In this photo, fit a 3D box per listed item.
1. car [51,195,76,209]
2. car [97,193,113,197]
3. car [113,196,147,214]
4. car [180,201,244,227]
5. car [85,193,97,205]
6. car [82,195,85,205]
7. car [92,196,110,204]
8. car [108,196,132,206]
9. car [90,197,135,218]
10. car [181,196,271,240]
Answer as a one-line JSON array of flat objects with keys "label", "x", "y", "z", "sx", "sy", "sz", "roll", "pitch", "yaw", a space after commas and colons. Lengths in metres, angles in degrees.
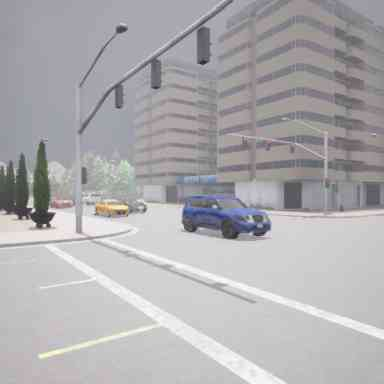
[{"label": "car", "x": -17.658, "y": 1.352, "z": 45.246, "sx": 2.097, "sy": 1.767, "sz": 4.553, "roll": 0, "pitch": 0, "yaw": -35}, {"label": "car", "x": -12.147, "y": 1.352, "z": 49.913, "sx": 2.097, "sy": 1.767, "sz": 4.553, "roll": 0, "pitch": 0, "yaw": -35}, {"label": "car", "x": -6.458, "y": 1.492, "z": 35.243, "sx": 2.128, "sy": 1.511, "sz": 4.902, "roll": 0, "pitch": 0, "yaw": -35}, {"label": "car", "x": 1.306, "y": 1.477, "z": 24.072, "sx": 1.882, "sy": 1.535, "sz": 5.008, "roll": 0, "pitch": 0, "yaw": -35}, {"label": "car", "x": -17.693, "y": 1.221, "z": 57.886, "sx": 2.150, "sy": 2.045, "sz": 5.566, "roll": 0, "pitch": 0, "yaw": -34}, {"label": "car", "x": -19.492, "y": 1.351, "z": 54.080, "sx": 2.097, "sy": 1.767, "sz": 4.553, "roll": 0, "pitch": 0, "yaw": -34}, {"label": "car", "x": -17.509, "y": 1.505, "z": 63.759, "sx": 1.837, "sy": 1.490, "sz": 4.892, "roll": 0, "pitch": 0, "yaw": -34}, {"label": "car", "x": -12.199, "y": 1.491, "z": 56.122, "sx": 2.128, "sy": 1.511, "sz": 4.902, "roll": 0, "pitch": 0, "yaw": -35}, {"label": "car", "x": -7.418, "y": 1.478, "z": 30.491, "sx": 1.882, "sy": 1.535, "sz": 5.008, "roll": 0, "pitch": 0, "yaw": -35}, {"label": "car", "x": 1.562, "y": 1.224, "z": 17.572, "sx": 2.150, "sy": 2.045, "sz": 5.566, "roll": 0, "pitch": 0, "yaw": -35}]
